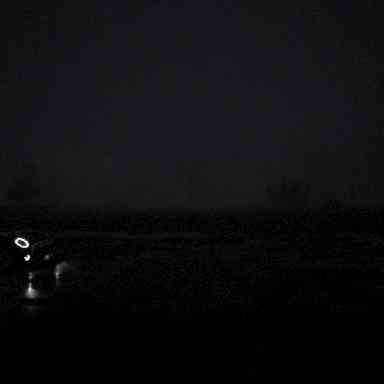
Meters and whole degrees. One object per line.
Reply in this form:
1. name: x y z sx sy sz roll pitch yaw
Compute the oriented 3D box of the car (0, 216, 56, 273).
1. car: -7.005 1.568 11.078 4.553 1.767 2.097 0 0 4
